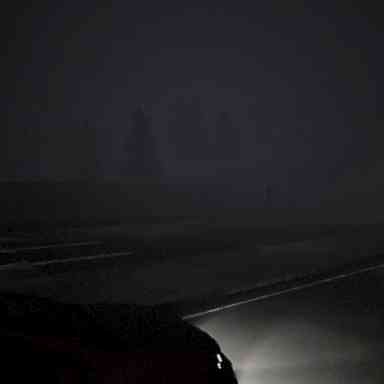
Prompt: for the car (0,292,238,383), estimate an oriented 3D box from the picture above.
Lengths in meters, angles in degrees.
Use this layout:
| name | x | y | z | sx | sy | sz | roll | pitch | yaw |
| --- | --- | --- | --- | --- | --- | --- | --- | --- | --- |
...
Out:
| name | x | y | z | sx | sy | sz | roll | pitch | yaw |
| --- | --- | --- | --- | --- | --- | --- | --- | --- | --- |
| car | -1.623 | 1.563 | 2.598 | 4.181 | 1.385 | 1.994 | 0 | 0 | -35 |
